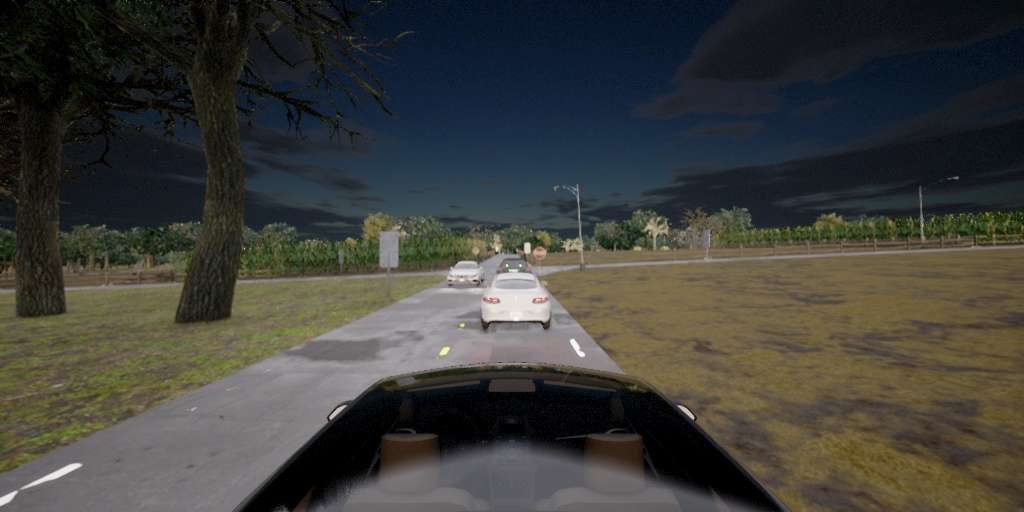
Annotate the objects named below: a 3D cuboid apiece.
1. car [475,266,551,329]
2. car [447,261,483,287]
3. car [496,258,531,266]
[{"bbox_3d":[0.103,1.189,10.755,1.812,1.442,4.674,0,1,0],"label":"car"},{"bbox_3d":[-2.772,1.044,22.280,1.812,1.442,4.674,0,1,0],"label":"car"},{"bbox_3d":[0.103,0.883,21.508,2.097,1.767,4.553,0,1,0],"label":"car"}]
